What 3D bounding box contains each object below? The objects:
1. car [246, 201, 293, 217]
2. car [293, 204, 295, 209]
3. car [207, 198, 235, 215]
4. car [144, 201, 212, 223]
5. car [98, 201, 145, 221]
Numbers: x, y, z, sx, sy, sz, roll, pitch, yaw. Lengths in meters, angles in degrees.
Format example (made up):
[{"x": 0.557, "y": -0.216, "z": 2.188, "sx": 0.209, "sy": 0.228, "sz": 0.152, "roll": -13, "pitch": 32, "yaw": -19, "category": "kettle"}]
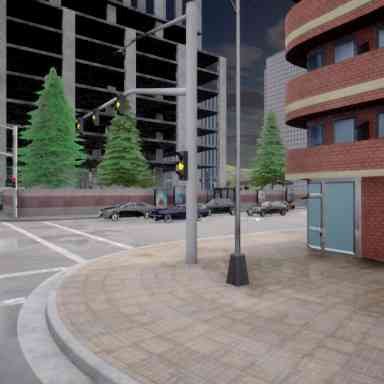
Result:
[{"x": 7.345, "y": 1.581, "z": 32.236, "sx": 4.674, "sy": 1.442, "sz": 1.812, "roll": 0, "pitch": 0, "yaw": -35, "category": "car"}, {"x": 9.582, "y": 1.656, "z": 38.117, "sx": 4.718, "sy": 1.301, "sz": 1.895, "roll": 0, "pitch": 0, "yaw": -35, "category": "car"}, {"x": 2.187, "y": 1.407, "z": 32.876, "sx": 4.553, "sy": 1.767, "sz": 2.097, "roll": 0, "pitch": 0, "yaw": -35, "category": "car"}, {"x": -1.032, "y": 1.656, "z": 26.307, "sx": 4.718, "sy": 1.301, "sz": 1.895, "roll": 0, "pitch": 0, "yaw": -35, "category": "car"}, {"x": -5.295, "y": 1.547, "z": 27.576, "sx": 4.902, "sy": 1.511, "sz": 2.128, "roll": 0, "pitch": 0, "yaw": -35, "category": "car"}]
